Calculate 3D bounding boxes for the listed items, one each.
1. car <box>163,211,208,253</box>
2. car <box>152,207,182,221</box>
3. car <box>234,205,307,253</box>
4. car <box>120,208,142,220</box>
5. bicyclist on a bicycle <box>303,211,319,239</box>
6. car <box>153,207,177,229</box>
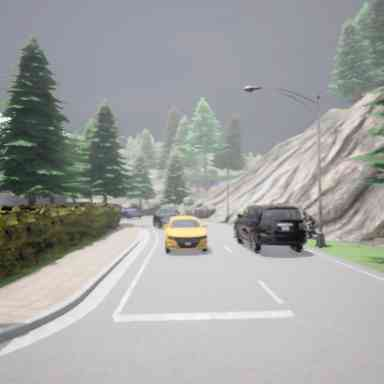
[{"bbox_3d":[-0.352,1.943,16.298,1.882,1.535,5.008,0,-2,-5],"label":"car"},{"bbox_3d":[-3.196,2.695,41.938,2.128,1.511,4.902,0,-2,-26],"label":"car"},{"bbox_3d":[3.564,1.646,16.054,2.150,2.045,5.566,0,-2,-5],"label":"car"},{"bbox_3d":[-8.130,2.824,43.861,1.812,1.442,4.674,1,-2,-30],"label":"car"},{"bbox_3d":[6.771,1.946,19.463,1.656,1.620,0.582,-1,-2,-4],"label":"bicyclist on a bicycle"},{"bbox_3d":[-2.226,2.323,28.883,2.128,1.511,4.902,0,-2,-15],"label":"car"}]
